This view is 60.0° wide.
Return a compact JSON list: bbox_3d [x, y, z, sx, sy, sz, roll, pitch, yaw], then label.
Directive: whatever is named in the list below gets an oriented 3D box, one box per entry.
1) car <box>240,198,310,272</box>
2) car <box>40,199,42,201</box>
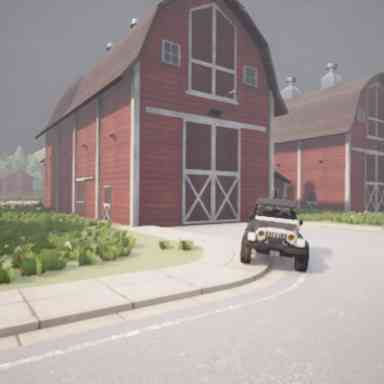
[{"bbox_3d":[2.706,1.223,10.921,1.905,1.878,3.866,6,3,12],"label":"car"},{"bbox_3d":[-28.694,1.477,65.695,1.905,1.878,3.866,1,0,-35],"label":"car"}]
